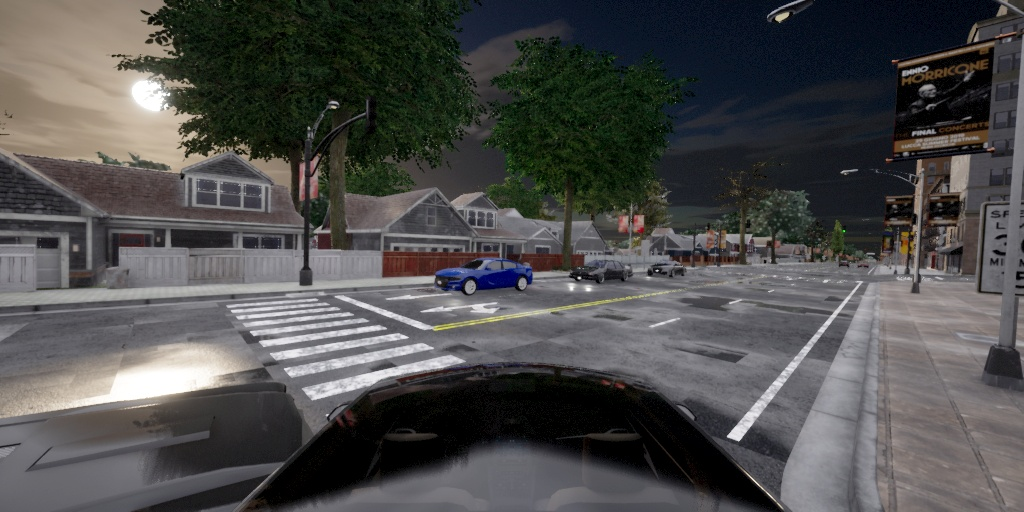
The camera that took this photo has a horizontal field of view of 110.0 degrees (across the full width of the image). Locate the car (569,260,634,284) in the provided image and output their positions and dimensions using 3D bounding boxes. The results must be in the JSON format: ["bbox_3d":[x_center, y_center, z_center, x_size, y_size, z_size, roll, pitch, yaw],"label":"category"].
[{"bbox_3d":[5.966,0.949,23.375,5.357,1.411,2.033,0,2,-44],"label":"car"}]

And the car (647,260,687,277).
[{"bbox_3d":[13.136,1.019,30.325,4.181,1.385,1.994,0,2,-45],"label":"car"}]

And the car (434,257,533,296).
[{"bbox_3d":[-1.173,0.828,16.427,5.008,1.535,1.882,0,2,-44],"label":"car"}]

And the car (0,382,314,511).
[{"bbox_3d":[-3.307,1.294,1.232,4.718,1.301,1.895,1,2,-34],"label":"car"}]
